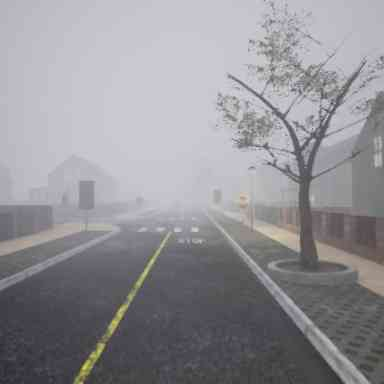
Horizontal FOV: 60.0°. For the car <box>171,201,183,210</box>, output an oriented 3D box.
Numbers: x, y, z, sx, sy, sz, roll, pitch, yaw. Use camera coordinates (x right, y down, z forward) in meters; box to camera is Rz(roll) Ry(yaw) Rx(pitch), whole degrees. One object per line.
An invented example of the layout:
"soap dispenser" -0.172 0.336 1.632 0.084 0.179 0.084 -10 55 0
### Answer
"car" -2.744 2.366 60.160 1.882 1.535 5.008 0 -1 0
